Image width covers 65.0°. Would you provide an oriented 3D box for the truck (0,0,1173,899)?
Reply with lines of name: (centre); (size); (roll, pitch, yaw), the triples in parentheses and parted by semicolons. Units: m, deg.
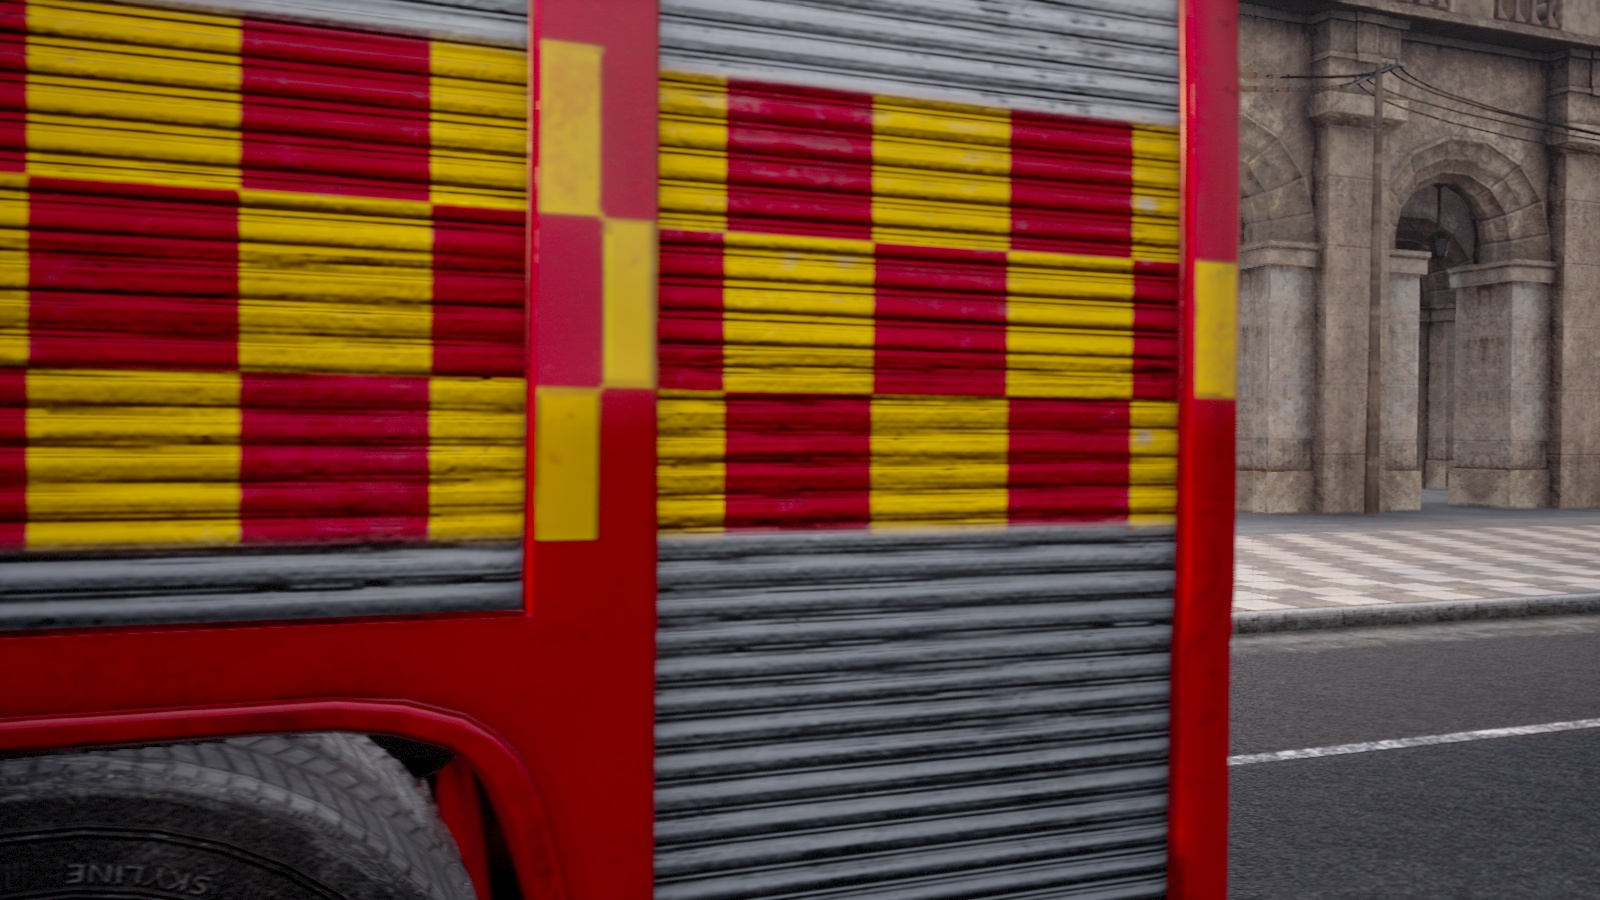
truck: (-3.919, -0.349, 1.737); (8.468, 3.827, 2.891); (-1, 1, -21)
